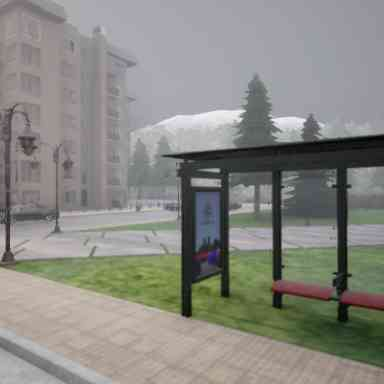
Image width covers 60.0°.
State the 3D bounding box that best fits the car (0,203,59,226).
[{"bbox_3d":[-12.393,1.595,24.677,2.128,1.511,4.902,0,0,36],"label":"car"}]

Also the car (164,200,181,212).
[{"bbox_3d":[-1.092,1.650,40.215,2.033,1.411,5.357,0,0,36],"label":"car"}]

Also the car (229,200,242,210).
[{"bbox_3d":[4.257,1.632,41.290,2.033,1.411,5.357,0,0,36],"label":"car"}]
